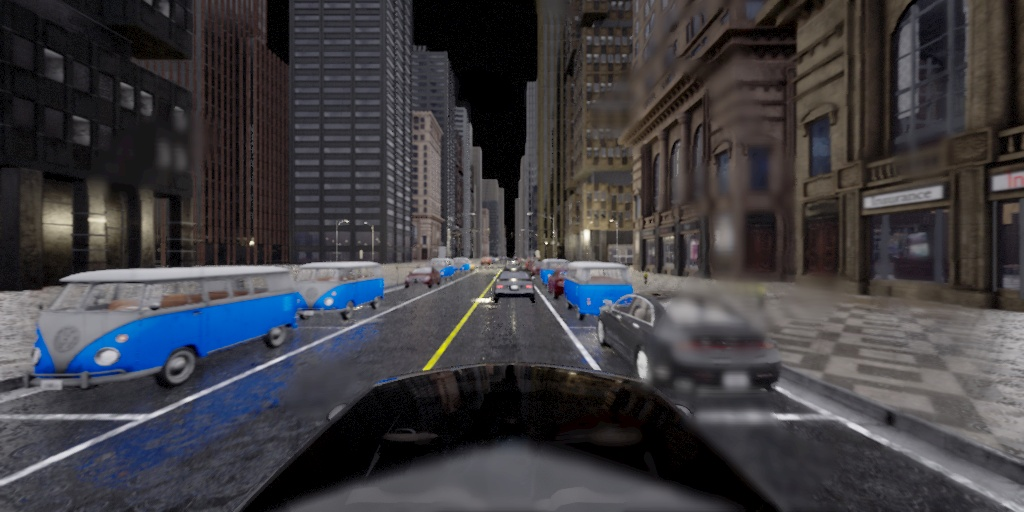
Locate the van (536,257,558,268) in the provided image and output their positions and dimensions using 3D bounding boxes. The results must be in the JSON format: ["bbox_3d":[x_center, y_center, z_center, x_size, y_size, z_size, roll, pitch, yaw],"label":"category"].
[{"bbox_3d":[2.768,1.094,23.629,1.690,1.789,3.998,0,0,0],"label":"van"}]

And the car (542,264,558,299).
[{"bbox_3d":[2.766,1.297,17.952,1.888,1.381,4.507,0,0,0],"label":"car"}]

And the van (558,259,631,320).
[{"bbox_3d":[2.765,1.092,12.274,1.690,1.789,3.998,0,0,0],"label":"van"}]

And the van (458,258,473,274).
[{"bbox_3d":[-5.753,1.101,40.654,1.690,1.789,3.998,0,0,0],"label":"van"}]

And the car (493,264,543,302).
[{"bbox_3d":[0.103,1.299,16.894,2.033,1.411,5.357,0,0,0],"label":"car"}]

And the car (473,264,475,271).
[{"bbox_3d":[-5.752,1.288,46.161,1.751,1.417,4.829,0,0,0],"label":"car"}]

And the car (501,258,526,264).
[{"bbox_3d":[0.108,1.250,38.845,2.128,1.511,4.902,0,0,0],"label":"car"}]

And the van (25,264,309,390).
[{"bbox_3d":[-5.762,1.092,6.590,1.690,1.789,3.998,0,0,0],"label":"van"}]

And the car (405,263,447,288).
[{"bbox_3d":[-5.757,1.336,23.621,1.802,1.307,4.207,0,0,0],"label":"car"}]

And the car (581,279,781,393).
[{"bbox_3d":[2.763,1.301,6.596,2.007,1.370,4.403,0,0,0],"label":"car"}]

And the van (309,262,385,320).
[{"bbox_3d":[-5.760,1.092,12.267,1.690,1.789,3.998,0,0,0],"label":"van"}]

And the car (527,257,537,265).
[{"bbox_3d":[2.770,1.197,34.984,1.967,1.591,4.097,0,0,0],"label":"car"}]

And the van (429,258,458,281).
[{"bbox_3d":[-5.756,1.097,29.299,1.690,1.789,3.998,0,0,0],"label":"van"}]
